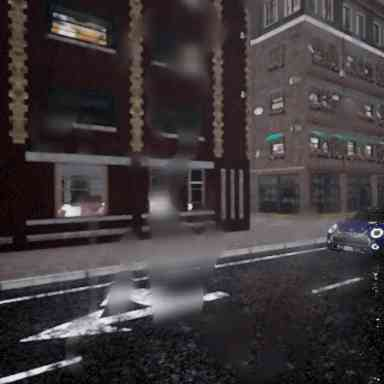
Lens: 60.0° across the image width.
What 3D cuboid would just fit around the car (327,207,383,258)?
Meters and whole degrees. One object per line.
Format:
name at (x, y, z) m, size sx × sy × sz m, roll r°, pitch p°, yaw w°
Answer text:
car at (7.240, 1.367, 12.824) m, size 4.553 × 1.767 × 2.097 m, roll 0°, pitch 0°, yaw -35°
